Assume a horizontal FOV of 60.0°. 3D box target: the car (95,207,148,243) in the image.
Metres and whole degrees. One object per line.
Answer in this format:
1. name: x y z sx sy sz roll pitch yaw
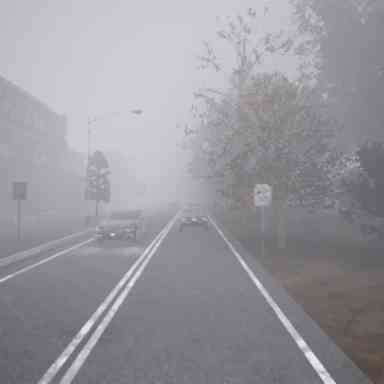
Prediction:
1. car: -3.335 1.561 16.405 1.837 1.490 4.892 0 0 0

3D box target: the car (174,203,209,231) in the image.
1. car: 0.124 1.646 21.538 2.033 1.411 5.357 0 -1 0

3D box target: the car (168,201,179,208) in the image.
1. car: -3.143 2.140 57.680 1.895 1.301 4.718 0 -1 1
